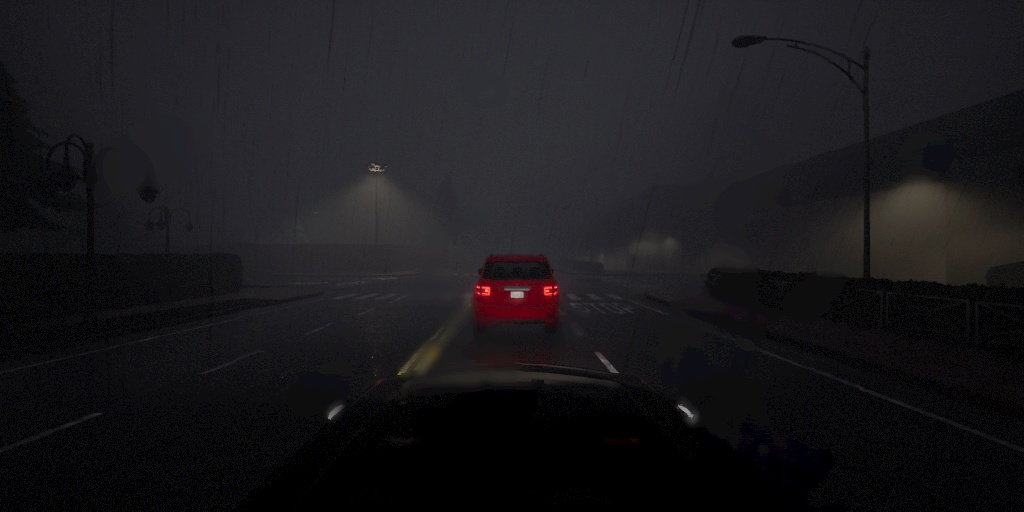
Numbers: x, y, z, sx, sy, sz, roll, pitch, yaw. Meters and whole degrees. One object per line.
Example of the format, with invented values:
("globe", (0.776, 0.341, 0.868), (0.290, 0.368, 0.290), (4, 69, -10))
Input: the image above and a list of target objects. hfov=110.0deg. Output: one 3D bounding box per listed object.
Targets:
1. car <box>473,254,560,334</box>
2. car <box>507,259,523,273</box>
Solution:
("car", (0.123, 0.971, 10.806), (2.150, 2.045, 5.566), (0, 0, 0))
("car", (0.363, 1.228, 45.656), (1.882, 1.535, 5.008), (0, 0, 1))
